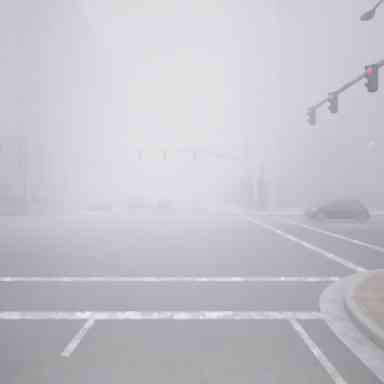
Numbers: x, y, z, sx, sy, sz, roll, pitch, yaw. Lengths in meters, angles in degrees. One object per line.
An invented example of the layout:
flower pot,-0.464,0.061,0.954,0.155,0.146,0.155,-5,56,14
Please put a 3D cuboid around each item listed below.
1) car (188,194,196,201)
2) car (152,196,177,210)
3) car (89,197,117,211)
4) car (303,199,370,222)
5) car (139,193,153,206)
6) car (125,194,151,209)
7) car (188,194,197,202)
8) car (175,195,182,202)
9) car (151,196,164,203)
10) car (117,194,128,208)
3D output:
car,0.023,1.274,80.216,1.882,1.535,5.008,0,0,0
car,-3.388,1.494,42.199,2.033,1.411,5.357,0,0,0
car,-10.588,1.515,38.923,1.994,1.385,4.181,0,0,1
car,10.972,1.320,25.465,4.553,1.767,2.097,0,0,2
car,-7.054,1.411,53.165,1.882,1.535,5.008,0,0,0
car,-7.063,1.422,43.899,1.882,1.535,5.008,0,0,0
car,0.021,1.388,70.820,1.882,1.535,5.008,0,0,0
car,-3.478,1.457,76.263,1.994,1.385,4.181,0,0,0
car,-6.984,1.462,67.904,2.033,1.411,5.357,0,0,0
car,-10.573,1.431,47.876,2.128,1.511,4.902,0,0,0
